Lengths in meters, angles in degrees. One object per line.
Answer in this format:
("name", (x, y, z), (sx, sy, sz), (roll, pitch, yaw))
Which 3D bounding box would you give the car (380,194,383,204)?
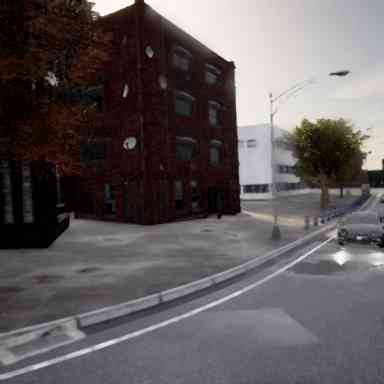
("car", (29.446, 0.988, 50.124), (2.128, 1.511, 4.902), (-2, 2, 32))

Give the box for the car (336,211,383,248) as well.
("car", (8.233, 1.706, 15.955), (1.837, 1.490, 4.892), (-2, -2, 32))
